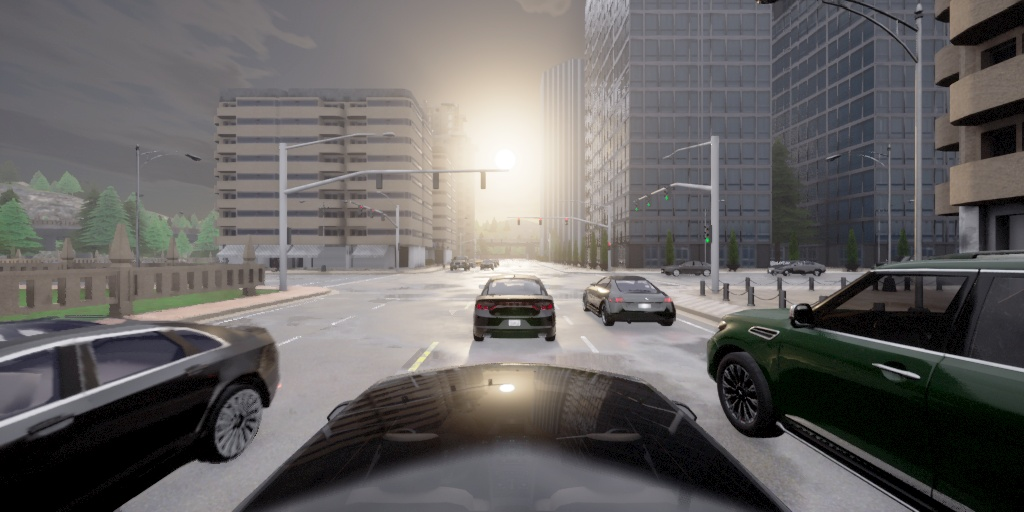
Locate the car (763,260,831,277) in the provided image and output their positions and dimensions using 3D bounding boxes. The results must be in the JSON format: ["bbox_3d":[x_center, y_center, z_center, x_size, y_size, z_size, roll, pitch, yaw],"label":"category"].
[{"bbox_3d":[27.380,1.186,34.589,4.902,1.511,2.128,0,0,0],"label":"car"}]

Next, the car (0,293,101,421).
[{"bbox_3d":[-7.087,1.276,3.054,1.812,1.442,4.674,0,0,0],"label":"car"}]

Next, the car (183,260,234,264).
[{"bbox_3d":[-22.356,1.220,27.870,4.674,1.442,1.812,0,0,3],"label":"car"}]

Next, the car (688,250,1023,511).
[{"bbox_3d":[3.601,0.971,2.288,2.150,2.045,5.566,0,0,0],"label":"car"}]

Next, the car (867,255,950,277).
[{"bbox_3d":[38.087,0.916,34.530,5.566,2.045,2.150,0,0,0],"label":"car"}]

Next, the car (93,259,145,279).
[{"bbox_3d":[-32.681,1.220,29.190,4.674,1.442,1.812,0,0,15],"label":"car"}]

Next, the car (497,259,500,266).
[{"bbox_3d":[-3.589,1.241,62.309,2.128,1.511,4.902,0,0,0],"label":"car"}]

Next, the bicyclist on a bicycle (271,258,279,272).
[{"bbox_3d":[-26.094,0.995,39.820,0.582,1.620,1.656,0,0,7],"label":"bicyclist on a bicycle"}]

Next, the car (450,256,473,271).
[{"bbox_3d":[-7.114,0.972,49.599,2.150,2.045,5.566,0,0,0],"label":"car"}]

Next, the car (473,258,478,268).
[{"bbox_3d":[-7.103,1.254,59.302,1.837,1.490,4.892,0,0,0],"label":"car"}]

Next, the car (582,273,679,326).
[{"bbox_3d":[3.575,1.314,11.643,1.994,1.385,4.181,0,0,0],"label":"car"}]

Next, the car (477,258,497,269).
[{"bbox_3d":[-3.612,1.255,52.969,1.837,1.490,4.892,0,0,0],"label":"car"}]

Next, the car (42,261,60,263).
[{"bbox_3d":[-42.057,1.220,32.873,4.674,1.442,1.812,0,0,29],"label":"car"}]

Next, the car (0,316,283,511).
[{"bbox_3d":[-3.600,1.241,2.163,2.128,1.511,4.902,0,0,0],"label":"car"}]

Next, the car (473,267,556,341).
[{"bbox_3d":[0.066,1.228,9.864,1.882,1.535,5.008,0,0,0],"label":"car"}]

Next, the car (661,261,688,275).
[{"bbox_3d":[16.965,1.199,34.648,4.892,1.490,1.837,0,0,0],"label":"car"}]
